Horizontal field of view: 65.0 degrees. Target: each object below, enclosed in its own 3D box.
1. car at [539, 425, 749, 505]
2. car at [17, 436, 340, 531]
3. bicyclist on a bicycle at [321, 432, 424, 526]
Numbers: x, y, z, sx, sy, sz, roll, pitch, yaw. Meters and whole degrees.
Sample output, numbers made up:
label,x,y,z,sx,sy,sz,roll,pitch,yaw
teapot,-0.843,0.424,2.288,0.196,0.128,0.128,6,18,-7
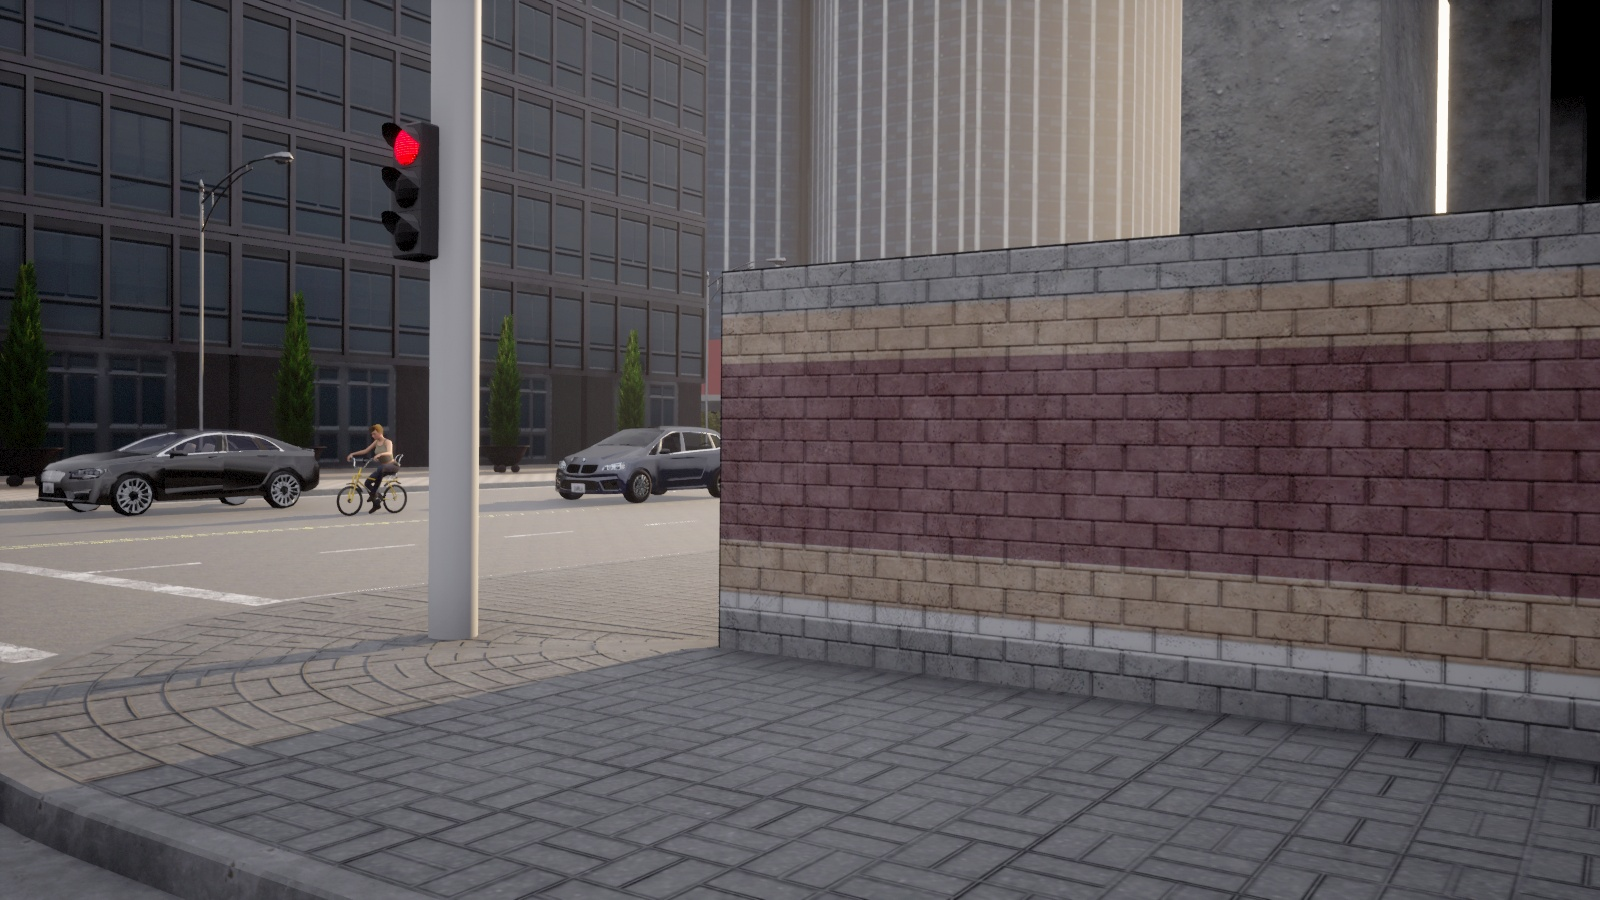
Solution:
label,x,y,z,sx,sy,sz,roll,pitch,yaw
car,-3.441,0.272,28.584,2.242,1.667,4.611,0,1,34
car,-11.276,0.529,23.165,2.128,1.511,4.902,0,1,34
bicyclist on a bicycle,-7.597,0.487,22.361,0.866,1.612,1.509,0,1,34
